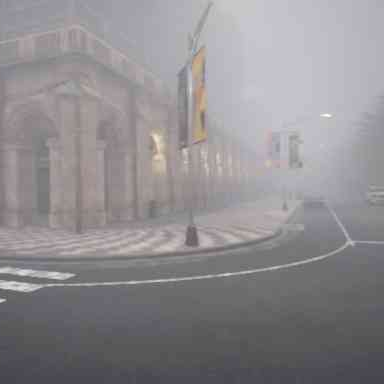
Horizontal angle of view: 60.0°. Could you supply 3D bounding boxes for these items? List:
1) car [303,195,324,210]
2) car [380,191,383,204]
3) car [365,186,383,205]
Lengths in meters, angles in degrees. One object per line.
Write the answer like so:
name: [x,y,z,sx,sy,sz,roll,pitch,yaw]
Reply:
car: [11.526,0.957,31.534,1.895,1.301,4.718,0,1,20]
car: [17.085,0.897,27.228,1.812,1.442,4.674,0,1,21]
car: [20.878,0.390,37.280,2.150,2.045,5.566,0,1,21]
